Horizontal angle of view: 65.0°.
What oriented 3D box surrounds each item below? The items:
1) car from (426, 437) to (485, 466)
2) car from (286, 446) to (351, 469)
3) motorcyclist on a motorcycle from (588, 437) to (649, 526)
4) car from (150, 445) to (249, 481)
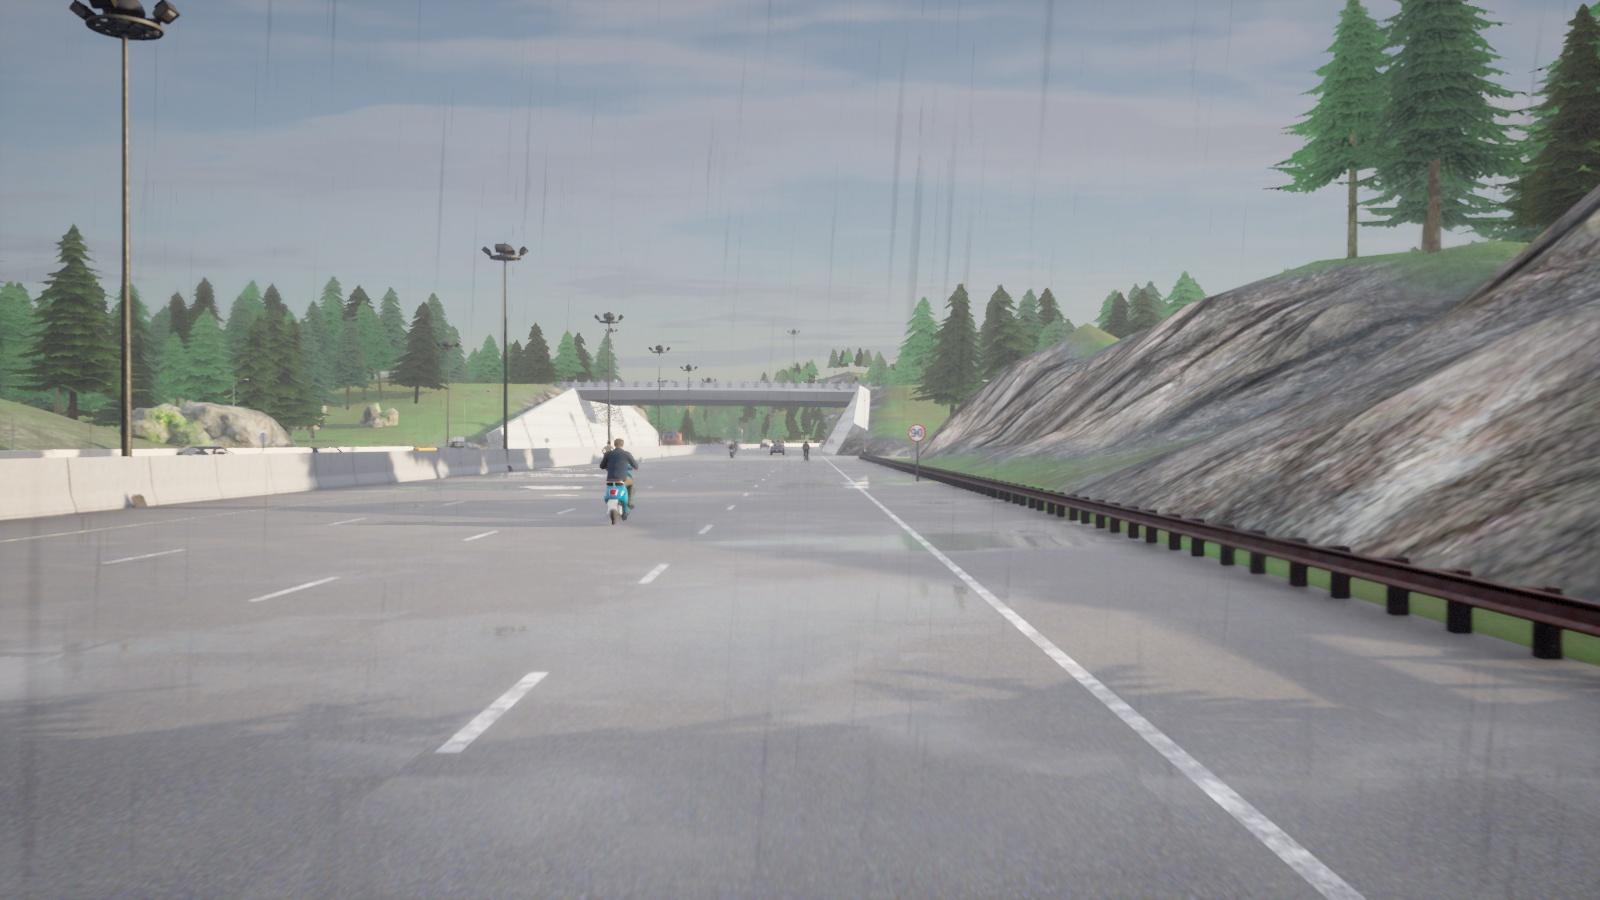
[{"bbox_3d":[-20.613,0.084,75.309,2.152,1.651,5.027,0,0,0],"label":"car"},{"bbox_3d":[-27.629,0.418,72.151,1.895,1.301,4.718,0,0,0],"label":"car"},{"bbox_3d":[-3.369,0.565,23.452,0.866,1.590,1.817,0,0,0],"label":"motorcyclist on a motorcycle"},{"bbox_3d":[-24.234,0.504,50.890,1.994,1.385,4.181,0,0,0],"label":"car"}]
